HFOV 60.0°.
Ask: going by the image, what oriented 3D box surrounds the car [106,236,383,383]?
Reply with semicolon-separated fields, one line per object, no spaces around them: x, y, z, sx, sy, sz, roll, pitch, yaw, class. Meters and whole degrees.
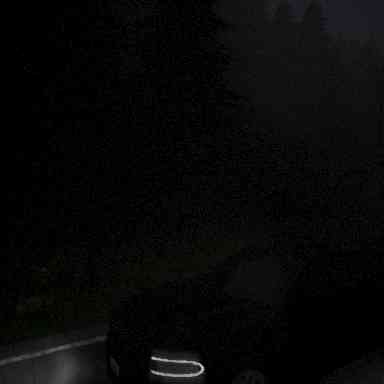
1.349;1.446;4.631;5.008;1.535;1.882;0;0;-32;car
